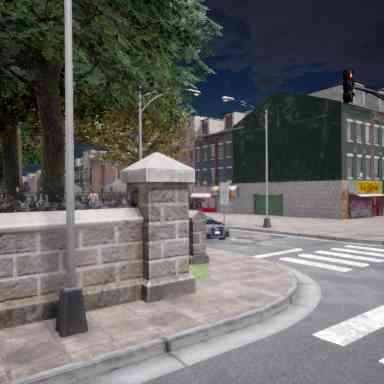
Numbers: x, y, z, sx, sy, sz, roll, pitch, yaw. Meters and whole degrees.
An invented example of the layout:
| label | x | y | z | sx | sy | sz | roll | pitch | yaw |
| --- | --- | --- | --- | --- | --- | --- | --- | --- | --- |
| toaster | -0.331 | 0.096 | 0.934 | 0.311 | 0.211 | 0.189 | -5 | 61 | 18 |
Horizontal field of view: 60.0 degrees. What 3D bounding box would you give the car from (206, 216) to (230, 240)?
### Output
| label | x | y | z | sx | sy | sz | roll | pitch | yaw |
| --- | --- | --- | --- | --- | --- | --- | --- | --- | --- |
| car | 0.047 | 1.776 | 17.416 | 1.994 | 1.385 | 4.181 | -1 | 0 | -36 |
